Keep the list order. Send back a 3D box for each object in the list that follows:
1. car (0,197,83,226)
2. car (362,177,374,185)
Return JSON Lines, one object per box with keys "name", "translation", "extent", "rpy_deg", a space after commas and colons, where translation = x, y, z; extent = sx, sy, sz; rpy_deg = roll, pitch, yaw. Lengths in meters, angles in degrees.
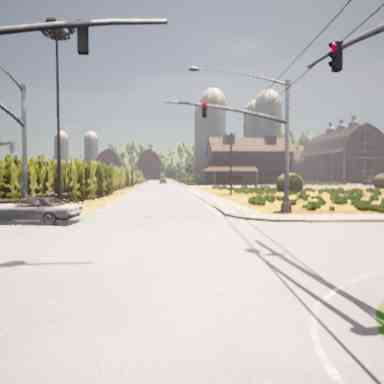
{"name": "car", "translation": [-8.166, 0.930, 16.889], "extent": [4.718, 1.301, 1.895], "rpy_deg": [0, 3, 2]}
{"name": "car", "translation": [41.665, -2.566, 78.293], "extent": [1.905, 1.878, 3.866], "rpy_deg": [10, 10, 40]}
